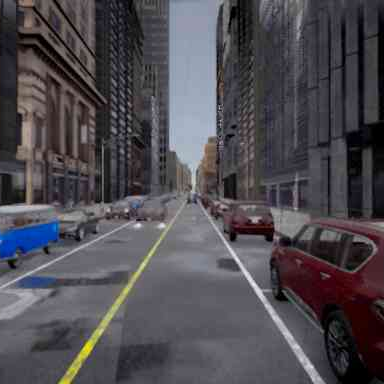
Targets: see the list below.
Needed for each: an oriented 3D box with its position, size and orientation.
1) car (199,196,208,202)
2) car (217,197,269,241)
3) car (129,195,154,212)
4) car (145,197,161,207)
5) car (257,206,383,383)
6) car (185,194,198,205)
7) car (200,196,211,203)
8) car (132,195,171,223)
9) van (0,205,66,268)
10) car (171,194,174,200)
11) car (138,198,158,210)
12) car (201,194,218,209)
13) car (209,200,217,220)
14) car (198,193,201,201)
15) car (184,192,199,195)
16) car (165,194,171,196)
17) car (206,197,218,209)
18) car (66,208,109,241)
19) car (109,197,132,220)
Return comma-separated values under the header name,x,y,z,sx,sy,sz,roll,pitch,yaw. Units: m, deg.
name,x,y,z,sx,sy,sz,roll,pitch,yaw
car,2.683,1.549,78.429,1.802,1.307,4.206,1,0,0
car,2.679,1.322,16.559,2.192,1.841,5.009,1,0,0
car,-5.844,1.315,39.062,2.192,1.841,5.009,1,0,0
car,-5.845,1.537,50.311,1.887,1.381,4.507,1,0,0
car,2.678,1.319,5.310,2.192,1.841,5.009,1,0,0
car,0.006,1.510,59.721,1.812,1.442,4.674,0,0,0
car,2.683,1.528,67.179,2.008,1.369,4.403,1,0,0
car,-3.024,1.357,25.785,2.097,1.767,4.553,0,0,0
van,-5.847,1.348,10.938,1.690,1.788,3.998,1,0,0
car,-5.840,1.287,72.809,2.192,1.841,5.009,1,0,0
car,-5.845,1.547,44.686,2.008,1.369,4.403,1,0,0
car,2.683,1.311,44.681,2.192,1.841,5.009,1,0,0
car,2.678,1.587,27.808,1.802,1.307,4.206,1,0,0
car,2.684,1.302,55.930,2.192,1.841,5.009,1,0,0
car,0.007,1.162,69.694,2.097,1.767,4.553,0,0,0
car,-5.843,1.522,67.185,1.887,1.381,4.507,1,0,0
car,2.679,1.547,33.432,1.887,1.381,4.507,1,0,0
car,-5.849,1.559,16.562,2.008,1.369,4.403,1,0,0
car,-5.846,1.445,27.812,1.967,1.590,4.097,1,0,0
